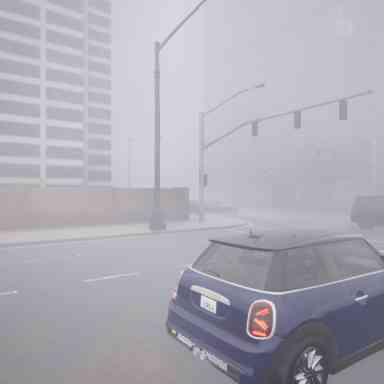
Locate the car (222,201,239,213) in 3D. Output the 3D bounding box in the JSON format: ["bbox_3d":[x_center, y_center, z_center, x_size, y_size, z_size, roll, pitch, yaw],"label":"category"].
[{"bbox_3d":[3.043,1.601,37.366,1.895,1.301,4.718,0,0,-36],"label":"car"}]

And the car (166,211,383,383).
[{"bbox_3d":[1.937,1.352,5.170,4.553,1.767,2.097,0,0,-35],"label":"car"}]

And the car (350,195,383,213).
[{"bbox_3d":[11.958,1.223,18.954,2.150,2.045,5.566,0,0,-36],"label":"car"}]

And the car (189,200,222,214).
[{"bbox_3d":[0.365,1.547,35.094,2.033,1.411,5.357,0,0,-36],"label":"car"}]
